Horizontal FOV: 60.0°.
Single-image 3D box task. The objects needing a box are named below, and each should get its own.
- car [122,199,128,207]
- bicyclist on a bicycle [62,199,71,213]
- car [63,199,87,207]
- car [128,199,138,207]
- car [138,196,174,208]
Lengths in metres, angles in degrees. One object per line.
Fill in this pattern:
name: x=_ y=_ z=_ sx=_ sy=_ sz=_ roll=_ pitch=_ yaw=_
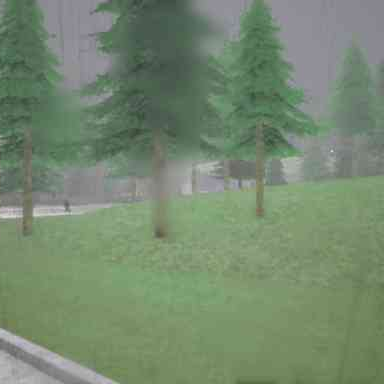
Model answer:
car: x=-10.949 y=1.979 z=62.673 sx=1.882 sy=1.535 sz=5.008 roll=-1 pitch=0 yaw=35
bicyclist on a bicycle: x=-14.492 y=1.667 z=38.394 sx=1.656 sy=1.620 sz=0.582 roll=-1 pitch=-1 yaw=35
car: x=-23.006 y=2.155 z=65.548 sx=2.128 sy=1.511 sz=4.902 roll=-1 pitch=0 yaw=35
car: x=-8.513 y=1.956 z=60.062 sx=2.128 sy=1.511 sz=4.902 roll=-1 pitch=0 yaw=35
car: x=-6.192 y=1.649 z=57.298 sx=2.150 sy=2.045 sz=5.566 roll=-1 pitch=0 yaw=35
